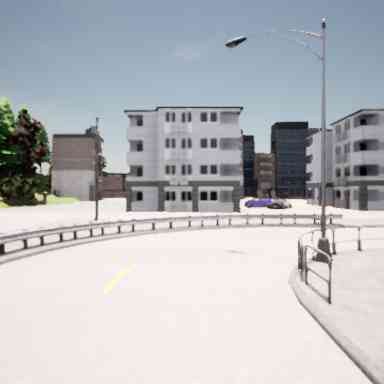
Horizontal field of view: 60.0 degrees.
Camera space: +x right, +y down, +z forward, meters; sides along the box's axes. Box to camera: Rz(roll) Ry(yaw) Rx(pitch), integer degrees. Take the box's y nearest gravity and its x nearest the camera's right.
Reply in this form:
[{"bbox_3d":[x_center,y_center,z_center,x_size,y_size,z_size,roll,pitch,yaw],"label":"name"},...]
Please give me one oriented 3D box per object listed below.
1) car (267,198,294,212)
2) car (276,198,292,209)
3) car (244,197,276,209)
[{"bbox_3d":[11.287,1.578,42.324,2.038,1.542,4.974,0,0,30],"label":"car"},{"bbox_3d":[11.261,1.420,42.279,1.853,1.218,4.536,0,0,30],"label":"car"},{"bbox_3d":[8.492,1.333,42.677,3.633,1.501,1.845,0,0,11],"label":"car"}]
